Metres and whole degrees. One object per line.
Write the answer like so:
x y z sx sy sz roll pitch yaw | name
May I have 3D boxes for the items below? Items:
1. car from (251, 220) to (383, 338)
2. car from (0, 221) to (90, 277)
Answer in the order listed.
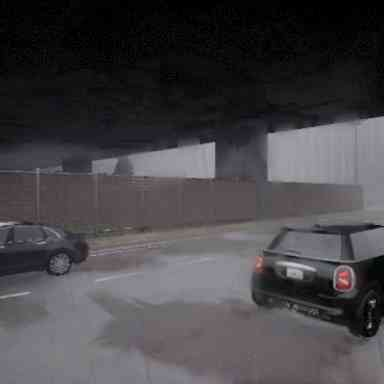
3.300 1.383 6.991 4.553 1.767 2.097 0 0 -42 | car
-5.281 1.587 8.992 4.892 1.490 1.837 0 0 -38 | car
